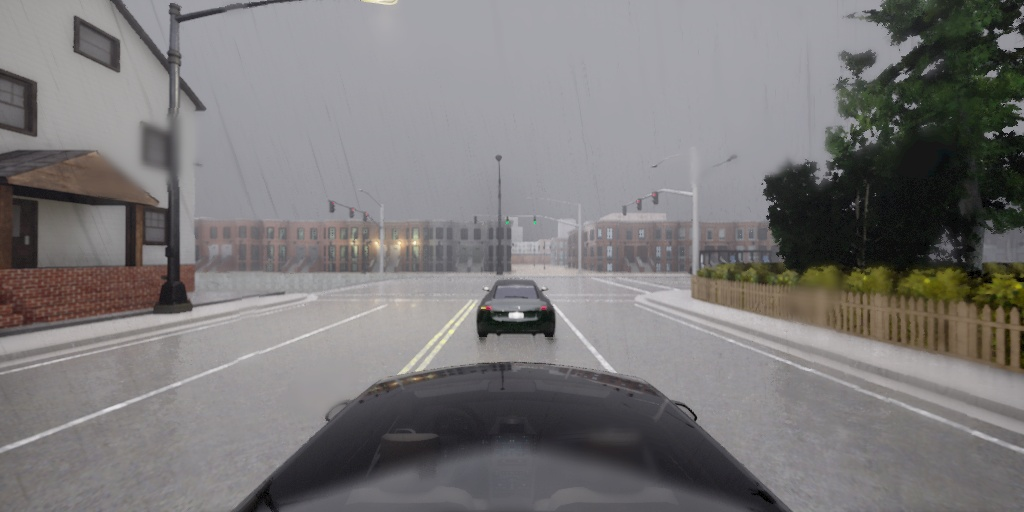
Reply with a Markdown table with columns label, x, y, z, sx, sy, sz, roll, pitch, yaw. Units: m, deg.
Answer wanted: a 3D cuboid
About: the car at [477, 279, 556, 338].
| label | x | y | z | sx | sy | sz | roll | pitch | yaw |
| --- | --- | --- | --- | --- | --- | --- | --- | --- | --- |
| car | 0.099 | 1.363 | 10.366 | 1.994 | 1.385 | 4.181 | 0 | 0 | 0 |
